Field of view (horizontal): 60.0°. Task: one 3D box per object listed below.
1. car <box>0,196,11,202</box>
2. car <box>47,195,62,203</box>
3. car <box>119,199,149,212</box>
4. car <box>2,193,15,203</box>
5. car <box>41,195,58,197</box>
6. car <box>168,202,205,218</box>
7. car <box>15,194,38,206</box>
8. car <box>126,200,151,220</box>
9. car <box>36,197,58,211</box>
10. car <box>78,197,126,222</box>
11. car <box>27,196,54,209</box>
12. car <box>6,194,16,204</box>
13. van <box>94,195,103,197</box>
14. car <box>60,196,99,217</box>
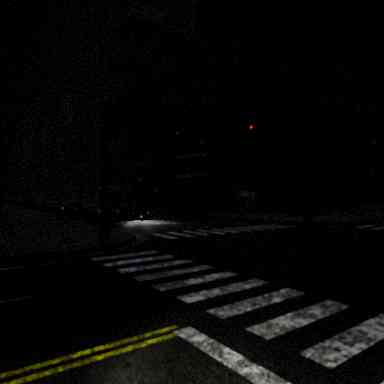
[{"bbox_3d":[-42.237,1.593,75.172,1.802,1.307,4.206,0,0,-35],"label":"car"},{"bbox_3d":[-29.306,1.469,70.852,1.967,1.590,4.097,0,0,-35],"label":"car"},{"bbox_3d":[-6.925,1.586,39.433,1.802,1.307,4.206,0,0,-35],"label":"car"},{"bbox_3d":[-39.040,1.551,70.684,1.887,1.381,4.507,0,0,-35],"label":"car"},{"bbox_3d":[-20.545,1.537,49.194,2.033,1.411,5.357,0,0,-35],"label":"car"},{"bbox_3d":[-0.529,1.572,30.456,1.947,1.339,4.313,0,0,-35],"label":"car"},{"bbox_3d":[-26.250,1.425,52.730,1.967,1.590,4.097,0,0,-35],"label":"car"},{"bbox_3d":[-5.460,1.534,27.917,2.033,1.411,5.357,0,0,-35],"label":"car"},{"bbox_3d":[-16.658,1.558,39.265,1.802,1.307,4.206,0,0,-35],"label":"car"},{"bbox_3d":[-7.065,1.418,25.800,1.967,1.590,4.097,0,0,-35],"label":"car"},{"bbox_3d":[-19.855,1.529,43.753,2.008,1.369,4.403,0,0,-35],"label":"car"},{"bbox_3d":[-32.645,1.546,61.706,2.008,1.369,4.403,0,0,-35],"label":"car"},{"bbox_3d":[-13.319,1.347,48.410,1.690,1.788,3.998,0,0,-35],"label":"van"},{"bbox_3d":[-10.262,1.417,30.289,1.967,1.590,4.097,0,0,-35],"label":"car"}]
